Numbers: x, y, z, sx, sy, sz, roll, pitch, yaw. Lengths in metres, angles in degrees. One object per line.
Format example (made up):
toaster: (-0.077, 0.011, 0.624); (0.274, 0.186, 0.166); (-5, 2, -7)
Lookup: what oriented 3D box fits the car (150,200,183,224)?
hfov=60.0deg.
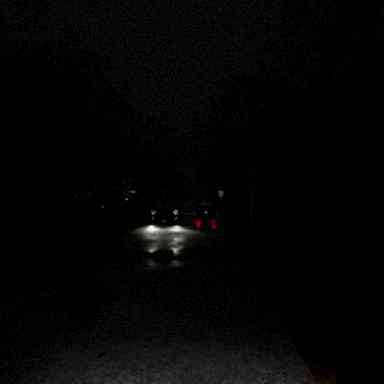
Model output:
car: (-1.798, 1.393, 24.764); (2.097, 1.767, 4.553); (1, 0, 2)

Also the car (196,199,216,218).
car: (1.309, 1.577, 31.148); (1.812, 1.442, 4.674); (1, 0, 2)

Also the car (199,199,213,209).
car: (2.002, 1.680, 48.536); (1.895, 1.301, 4.718); (1, 0, 2)
